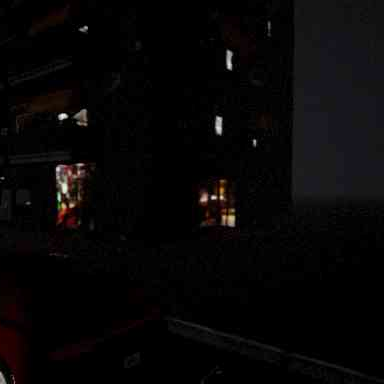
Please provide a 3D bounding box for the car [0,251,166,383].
[{"bbox_3d":[-2.406,1.516,4.586,4.507,1.381,1.887,0,1,36],"label":"car"}]
